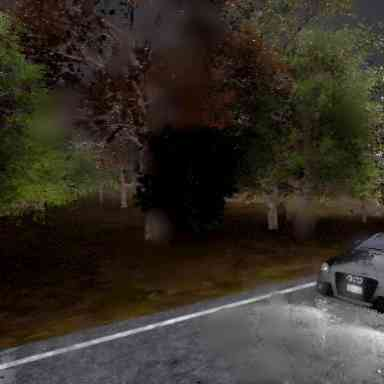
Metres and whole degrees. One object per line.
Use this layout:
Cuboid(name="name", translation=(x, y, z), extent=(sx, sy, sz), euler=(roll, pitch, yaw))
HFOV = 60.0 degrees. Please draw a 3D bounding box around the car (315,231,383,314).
Cuboid(name="car", translation=(4.567, 1.539, 7.076), extent=(4.181, 1.385, 1.994), euler=(-1, 1, -34))
